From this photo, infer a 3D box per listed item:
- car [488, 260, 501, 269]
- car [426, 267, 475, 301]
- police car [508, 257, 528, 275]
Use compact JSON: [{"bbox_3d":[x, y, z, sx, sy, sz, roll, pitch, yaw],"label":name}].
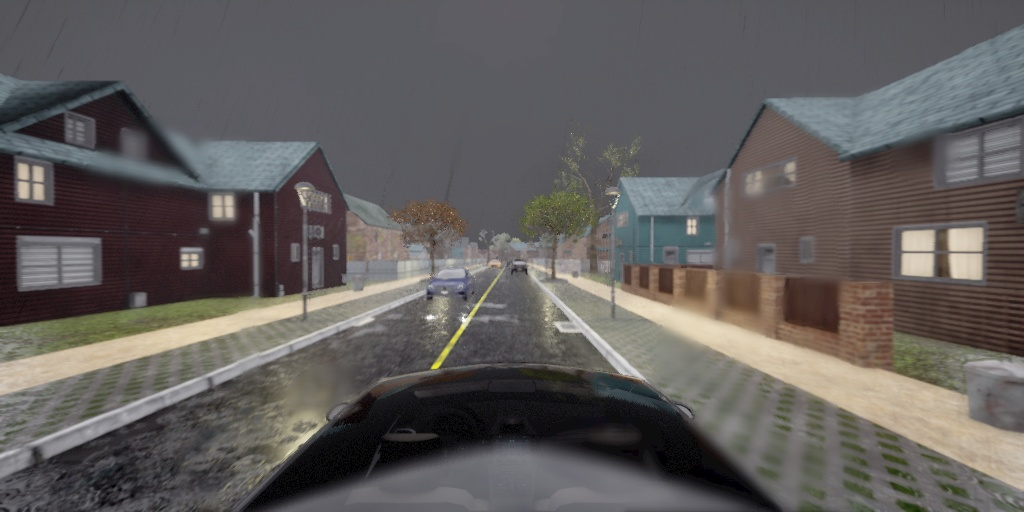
[{"bbox_3d":[-2.805,1.343,58.771,1.882,1.535,5.008,0,0,1],"label":"car"},{"bbox_3d":[-2.850,1.284,17.488,1.812,1.442,4.674,0,0,0],"label":"car"},{"bbox_3d":[0.820,1.228,40.757,1.930,1.638,5.238,0,0,0],"label":"police car"}]
